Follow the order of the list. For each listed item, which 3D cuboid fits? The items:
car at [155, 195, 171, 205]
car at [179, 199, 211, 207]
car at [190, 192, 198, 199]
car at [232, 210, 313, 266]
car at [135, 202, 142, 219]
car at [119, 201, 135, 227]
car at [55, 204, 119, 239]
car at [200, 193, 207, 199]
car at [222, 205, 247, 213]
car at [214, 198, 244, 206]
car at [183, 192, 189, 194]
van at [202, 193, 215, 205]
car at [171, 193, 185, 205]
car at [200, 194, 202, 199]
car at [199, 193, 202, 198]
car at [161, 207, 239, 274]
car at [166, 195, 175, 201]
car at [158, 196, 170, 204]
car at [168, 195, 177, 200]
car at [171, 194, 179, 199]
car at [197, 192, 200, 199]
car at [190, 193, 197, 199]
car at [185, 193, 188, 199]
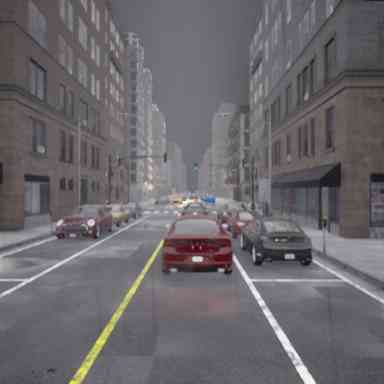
[{"bbox_3d":[-5.091,1.436,54.953,2.008,1.369,4.403,0,0,0],"label":"car"},{"bbox_3d":[0.232,1.511,26.011,1.994,1.385,4.181,0,0,0],"label":"car"},{"bbox_3d":[0.466,1.164,85.030,2.097,1.767,4.553,0,0,0],"label":"car"},{"bbox_3d":[2.688,1.527,11.279,2.008,1.369,4.403,0,0,0],"label":"car"},{"bbox_3d":[-5.244,1.493,27.872,2.008,1.369,4.403,0,0,0],"label":"car"},{"bbox_3d":[-5.276,1.479,22.184,1.752,1.417,4.829,0,0,0],"label":"car"},{"bbox_3d":[-5.306,1.405,16.836,1.967,1.590,4.097,0,0,0],"label":"car"},{"bbox_3d":[3.158,1.226,94.685,1.967,1.590,4.097,0,0,0],"label":"car"},{"bbox_3d":[2.719,1.547,16.798,1.802,1.307,4.206,0,0,0],"label":"car"},{"bbox_3d":[2.750,1.394,22.317,1.967,1.590,4.097,0,0,0],"label":"car"},{"bbox_3d":[-2.291,1.334,83.923,1.812,1.442,4.674,0,0,0],"label":"car"},{"bbox_3d":[2.933,1.226,54.916,1.690,1.788,3.998,0,0,0],"label":"van"},{"bbox_3d":[-2.534,1.362,55.219,1.882,1.535,5.008,0,0,1],"label":"car"},{"bbox_3d":[2.998,1.443,66.279,1.802,1.307,4.206,0,0,0],"label":"car"},{"bbox_3d":[3.062,1.416,77.642,1.802,1.307,4.206,0,0,0],"label":"car"},{"bbox_3d":[0.151,1.456,10.475,1.882,1.535,5.008,0,0,0],"label":"car"},{"bbox_3d":[-4.964,1.359,77.511,1.752,1.417,4.829,0,0,0],"label":"car"},{"bbox_3d":[-5.059,1.418,60.635,1.887,1.381,4.507,0,0,0],"label":"car"},{"bbox_3d":[-4.931,1.383,83.362,1.947,1.339,4.313,0,0,0],"label":"car"},{"bbox_3d":[-4.867,1.352,94.725,1.947,1.339,4.313,0,0,0],"label":"car"},{"bbox_3d":[3.094,1.133,83.322,2.192,1.841,5.009,0,0,0],"label":"car"},{"bbox_3d":[0.522,1.205,95.062,1.882,1.535,5.008,0,0,0],"label":"car"},{"bbox_3d":[-2.373,1.412,69.365,1.994,1.385,4.181,0,0,0],"label":"car"}]
